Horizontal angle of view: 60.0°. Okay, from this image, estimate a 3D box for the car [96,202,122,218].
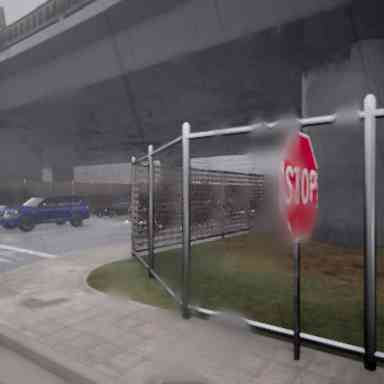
[{"bbox_3d":[-6.645,1.615,30.413,1.895,1.301,4.718,0,0,36],"label":"car"}]

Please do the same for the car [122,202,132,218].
[{"bbox_3d":[-3.455,1.364,28.846,2.097,1.767,4.553,0,0,36],"label":"car"}]

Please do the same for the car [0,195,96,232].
[{"bbox_3d":[-9.172,1.234,20.998,2.150,2.045,5.566,0,0,36],"label":"car"}]
